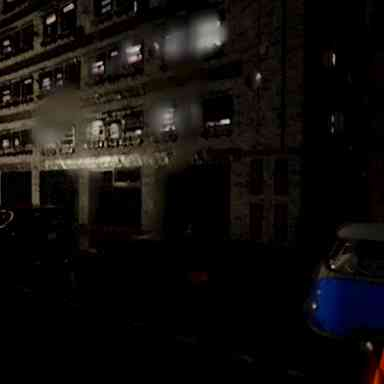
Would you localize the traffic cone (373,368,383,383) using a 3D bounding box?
[{"bbox_3d":[1.755,1.954,3.116,0.340,0.580,0.340,0,0,35],"label":"traffic cone"}]

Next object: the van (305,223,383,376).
[{"bbox_3d":[3.553,1.341,3.965,3.998,1.788,1.690,0,1,35],"label":"van"}]

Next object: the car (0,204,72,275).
[{"bbox_3d":[-5.765,1.294,10.409,5.009,1.841,2.192,0,1,35],"label":"car"}]

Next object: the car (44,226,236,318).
[{"bbox_3d":[-1.104,1.571,7.190,4.206,1.307,1.802,0,1,35],"label":"car"}]
